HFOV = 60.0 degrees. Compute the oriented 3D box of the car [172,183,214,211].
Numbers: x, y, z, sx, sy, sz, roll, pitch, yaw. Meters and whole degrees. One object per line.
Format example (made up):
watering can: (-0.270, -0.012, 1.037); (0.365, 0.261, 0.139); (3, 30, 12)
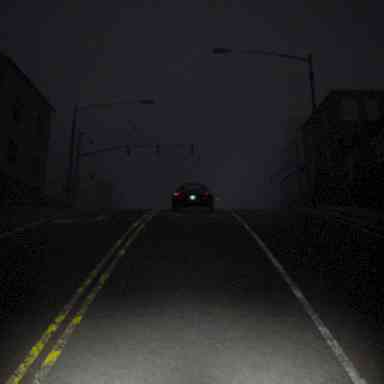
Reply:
car: (0.065, 0.240, 17.019); (1.994, 1.385, 4.181); (0, -1, 1)
